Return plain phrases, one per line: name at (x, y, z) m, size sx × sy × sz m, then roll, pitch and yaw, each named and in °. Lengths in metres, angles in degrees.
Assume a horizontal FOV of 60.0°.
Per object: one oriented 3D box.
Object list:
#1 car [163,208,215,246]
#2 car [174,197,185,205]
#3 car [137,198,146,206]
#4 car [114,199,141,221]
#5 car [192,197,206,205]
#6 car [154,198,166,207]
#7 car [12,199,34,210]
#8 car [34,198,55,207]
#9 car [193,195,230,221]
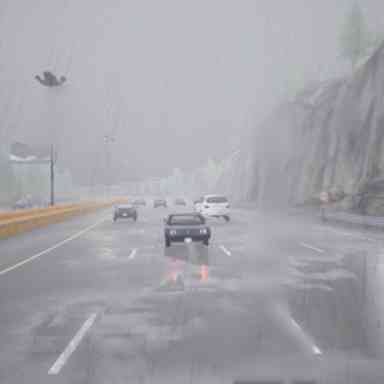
car at (-0.383, 1.631, 15.488) m, size 1.895 × 1.301 × 4.718 m, roll -1°, pitch 0°, yaw -6°
car at (-2.282, 1.674, 60.086) m, size 2.033 × 1.411 × 5.357 m, roll -1°, pitch 0°, yaw -6°
car at (-9.446, 1.779, 61.132) m, size 1.994 × 1.385 × 4.181 m, roll -1°, pitch 0°, yaw -6°
car at (-5.632, 1.641, 28.681) m, size 1.812 × 1.442 × 4.674 m, roll -1°, pitch 0°, yaw -7°
car at (1.217, 1.685, 60.268) m, size 1.895 × 1.301 × 4.718 m, roll -1°, pitch 0°, yaw -6°
car at (-5.088, 1.641, 53.398) m, size 2.128 × 1.511 × 4.902 m, roll -1°, pitch 0°, yaw -6°
car at (-26.111, 1.892, 51.710) m, size 1.882 × 1.535 × 5.008 m, roll -1°, pitch 0°, yaw -6°
car at (-22.641, 1.603, 52.151) m, size 1.812 × 1.442 × 4.674 m, roll -1°, pitch 0°, yaw -6°
car at (1.564, 1.247, 26.962) m, size 2.150 × 2.045 × 5.566 m, roll -1°, pitch 0°, yaw -7°
